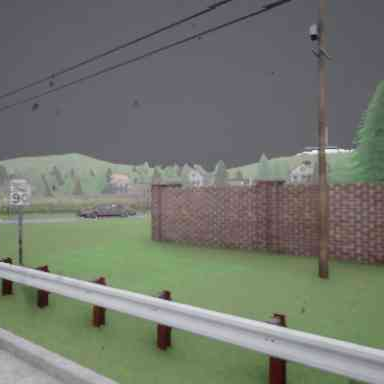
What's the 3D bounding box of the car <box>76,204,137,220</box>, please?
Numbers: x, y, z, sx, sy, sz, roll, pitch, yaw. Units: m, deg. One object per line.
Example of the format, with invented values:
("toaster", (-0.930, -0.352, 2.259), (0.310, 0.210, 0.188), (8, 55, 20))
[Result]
("car", (-7.971, 1.794, 31.202), (5.357, 1.411, 2.033), (0, 0, -29))
